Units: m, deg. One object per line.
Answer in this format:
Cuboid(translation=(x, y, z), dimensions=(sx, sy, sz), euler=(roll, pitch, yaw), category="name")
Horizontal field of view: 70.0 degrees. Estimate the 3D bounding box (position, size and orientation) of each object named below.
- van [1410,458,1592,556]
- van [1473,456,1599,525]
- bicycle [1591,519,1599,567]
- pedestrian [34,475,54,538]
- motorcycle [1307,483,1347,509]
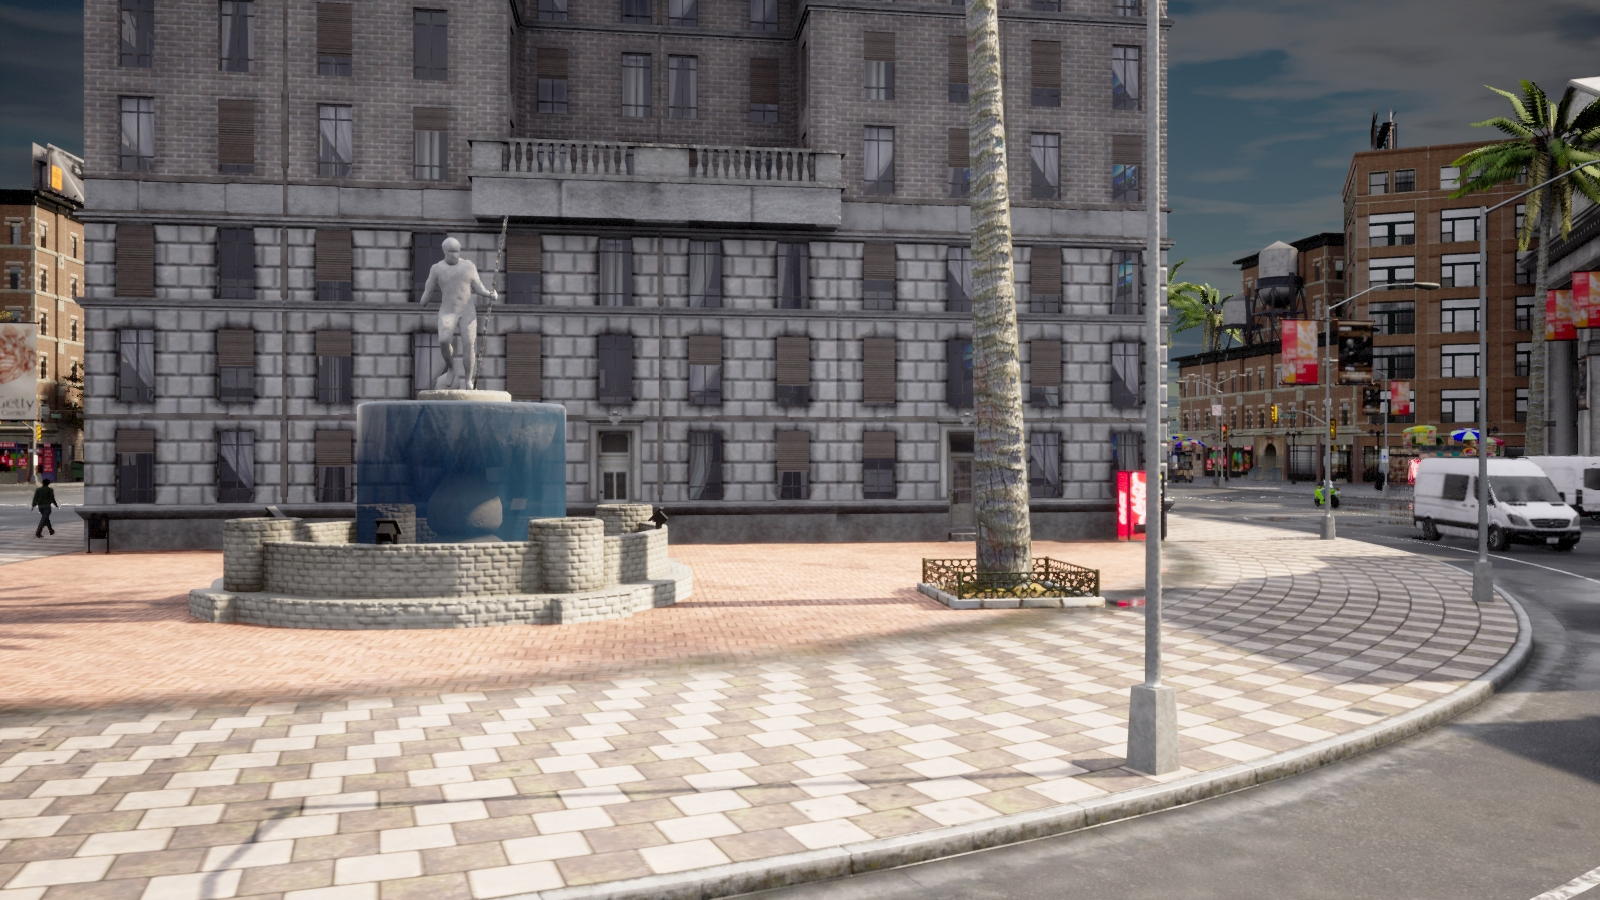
Cuboid(translation=(20.260, 1.534, 33.413), dimensions=(1.988, 2.561, 5.915), euler=(0, 0, 3), category="van")
Cuboid(translation=(30.137, 1.534, 46.128), dimensions=(1.988, 2.561, 5.915), euler=(0, 0, -5), category="van")
Cuboid(translation=(19.767, 2.256, 27.629), dimensions=(0.859, 1.080, 1.487), euler=(-1, 0, 27), category="bicycle")
Cuboid(translation=(-22.762, 1.697, 34.406), dimensions=(0.375, 1.860, 0.375), euler=(0, 0, -6), category="pedestrian")
Cuboid(translation=(25.547, 2.213, 55.422), dimensions=(0.803, 1.145, 2.033), euler=(0, 0, -7), category="motorcycle")
